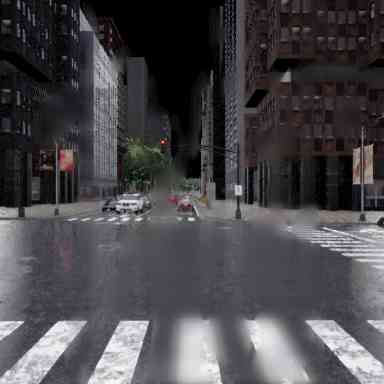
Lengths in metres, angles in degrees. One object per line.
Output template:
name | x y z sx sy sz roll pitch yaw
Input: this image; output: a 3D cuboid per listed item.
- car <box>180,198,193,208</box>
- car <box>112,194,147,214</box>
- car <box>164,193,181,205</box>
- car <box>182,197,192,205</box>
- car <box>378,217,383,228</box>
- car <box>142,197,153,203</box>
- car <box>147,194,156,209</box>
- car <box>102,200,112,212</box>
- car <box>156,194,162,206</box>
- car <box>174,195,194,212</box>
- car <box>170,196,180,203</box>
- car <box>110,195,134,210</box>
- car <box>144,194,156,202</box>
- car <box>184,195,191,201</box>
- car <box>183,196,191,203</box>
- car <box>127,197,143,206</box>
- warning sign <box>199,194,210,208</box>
car | -0.812 1.614 49.798 1.802 1.307 4.206 0 0 -1
car | -6.542 1.223 35.511 2.150 2.045 5.566 0 0 -1
car | -3.576 1.284 61.881 2.150 2.045 5.566 0 0 -1
car | -0.912 1.603 60.648 1.887 1.381 4.507 0 0 -1
car | 14.094 1.788 20.933 4.181 1.385 1.994 1 0 0
car | -9.536 1.669 71.428 1.802 1.307 4.206 0 0 -1
car | -6.629 1.375 45.536 2.097 1.767 4.553 0 0 0
car | -9.237 1.574 38.873 1.947 1.339 4.313 0 0 -1
car | -6.712 1.399 55.738 2.097 1.767 4.553 0 0 0
car | -0.713 1.448 38.949 1.967 1.590 4.097 0 0 -1
car | -3.810 1.624 75.771 2.128 1.511 4.902 0 0 -1
car | -9.288 1.335 44.300 2.192 1.841 5.009 0 0 -1
car | -9.587 1.417 76.854 2.192 1.841 5.009 0 0 -1
car | -1.162 1.574 87.772 1.967 1.590 4.097 0 0 -1
car | -1.013 1.613 71.667 1.752 1.417 4.829 0 0 -1
car | -9.385 1.570 54.981 1.752 1.417 4.829 0 0 -1
warning sign | 1.565 1.132 42.641 1.300 1.860 1.060 0 0 -1
